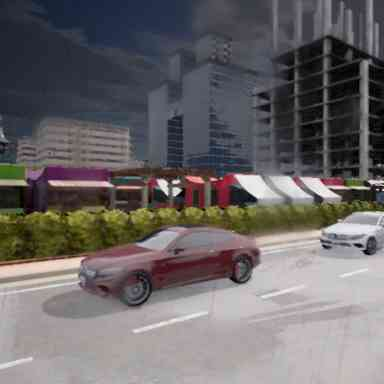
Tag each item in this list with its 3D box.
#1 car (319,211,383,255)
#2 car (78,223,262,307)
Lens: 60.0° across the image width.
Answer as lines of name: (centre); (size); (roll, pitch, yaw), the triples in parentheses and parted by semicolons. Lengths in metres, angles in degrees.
car: (7.093, 1.532, 13.377); (4.674, 1.442, 1.812); (0, 0, -36)
car: (-0.311, 1.529, 8.098); (4.674, 1.442, 1.812); (0, 0, -35)
